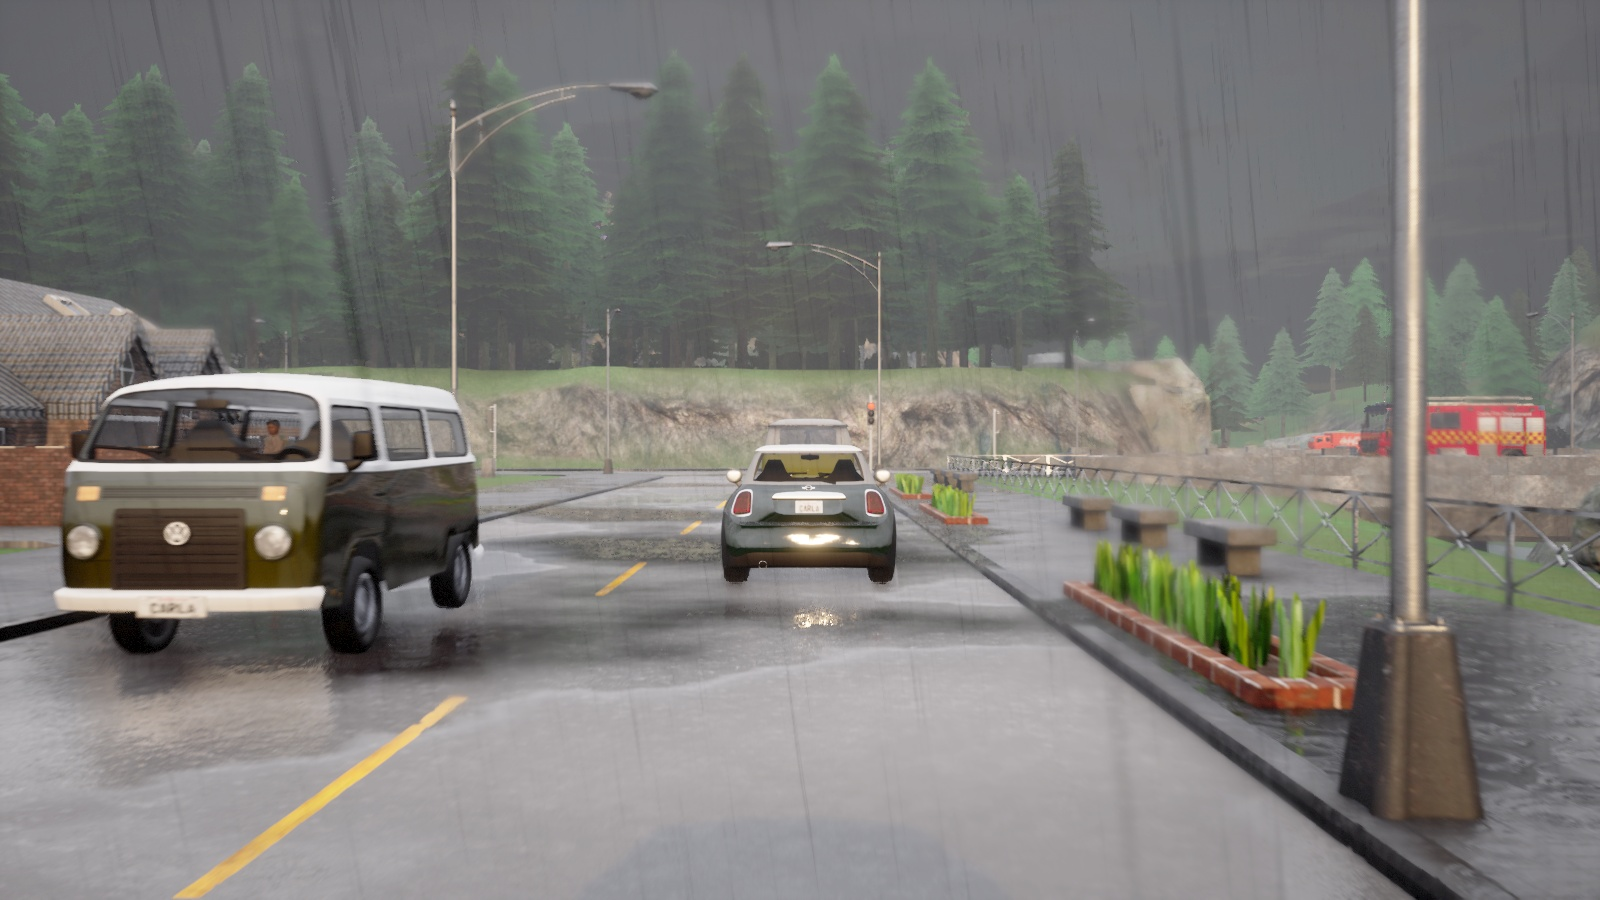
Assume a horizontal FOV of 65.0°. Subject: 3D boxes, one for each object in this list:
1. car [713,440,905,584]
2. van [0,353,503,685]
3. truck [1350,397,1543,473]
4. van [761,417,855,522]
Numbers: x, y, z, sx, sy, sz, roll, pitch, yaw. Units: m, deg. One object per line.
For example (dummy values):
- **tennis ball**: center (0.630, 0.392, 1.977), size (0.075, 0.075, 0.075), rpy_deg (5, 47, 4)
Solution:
- **car**: center (0.100, 0.629, 14.767), size (1.970, 1.475, 3.806), rpy_deg (0, 0, 0)
- **van**: center (-3.927, 0.411, 9.954), size (2.069, 2.038, 4.480), rpy_deg (0, 0, 0)
- **truck**: center (33.301, -0.757, 64.873), size (8.468, 3.827, 2.891), rpy_deg (0, 0, 0)
- **van**: center (0.164, 0.354, 25.803), size (1.775, 1.987, 4.442), rpy_deg (0, 0, 0)
